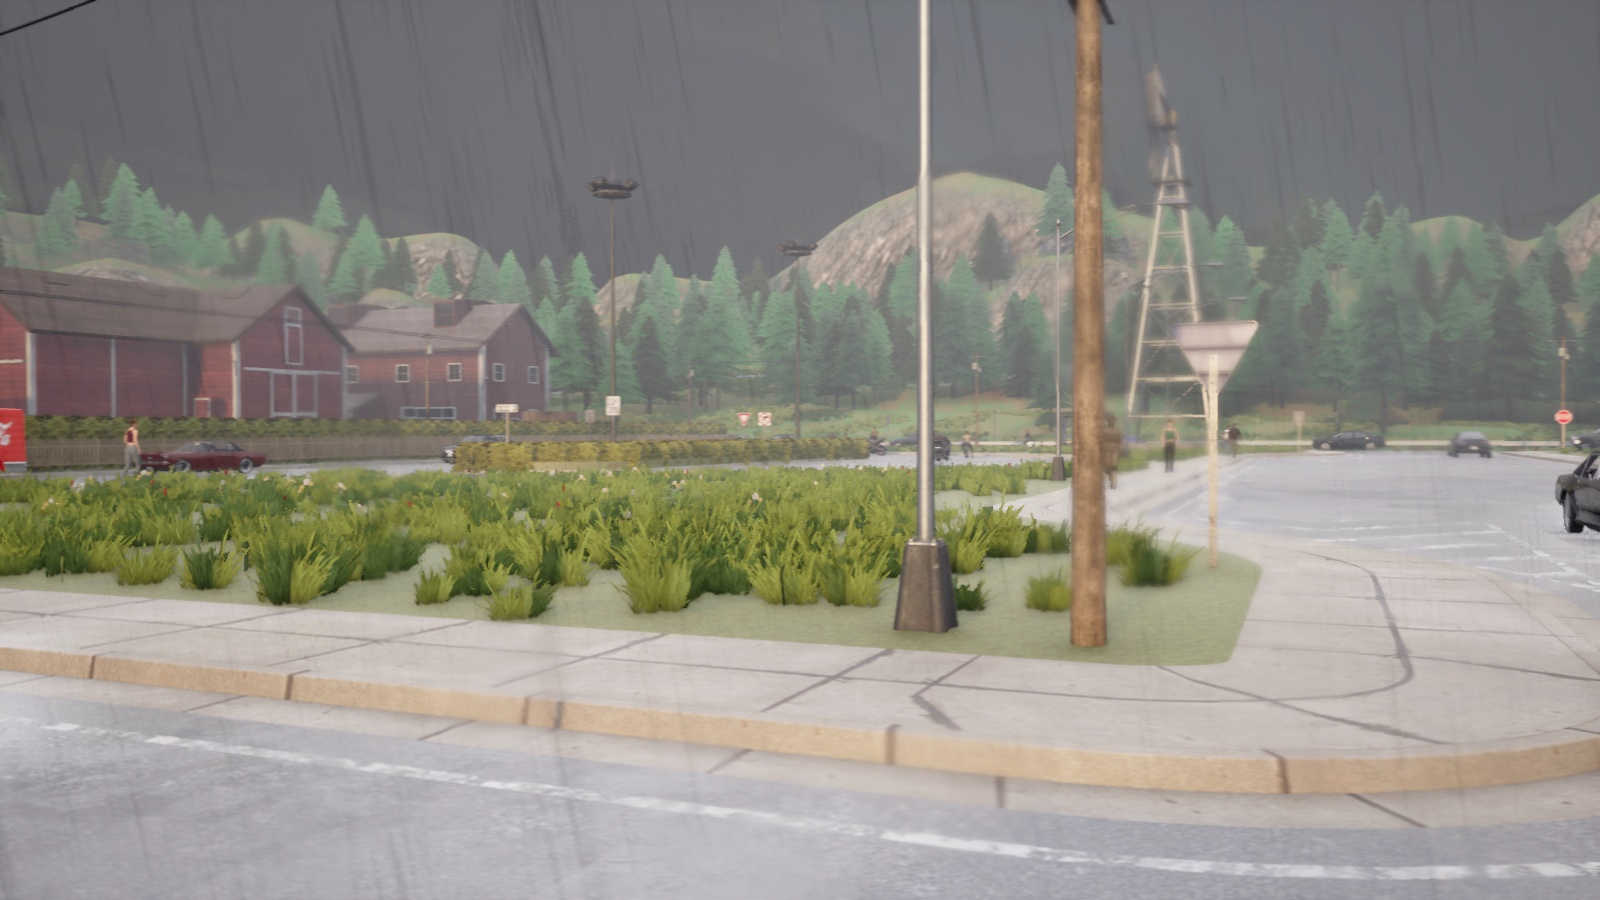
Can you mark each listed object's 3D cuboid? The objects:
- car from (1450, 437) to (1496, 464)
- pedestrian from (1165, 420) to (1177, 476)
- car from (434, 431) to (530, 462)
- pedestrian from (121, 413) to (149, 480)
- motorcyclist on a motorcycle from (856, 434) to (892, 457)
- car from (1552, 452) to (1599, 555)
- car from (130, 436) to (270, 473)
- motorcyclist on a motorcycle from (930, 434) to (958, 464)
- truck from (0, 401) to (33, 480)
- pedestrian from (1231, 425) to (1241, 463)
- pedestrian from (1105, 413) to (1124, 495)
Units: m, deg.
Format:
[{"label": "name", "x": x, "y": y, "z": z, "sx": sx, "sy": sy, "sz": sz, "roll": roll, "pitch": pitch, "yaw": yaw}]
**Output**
[{"label": "car", "x": 37.509, "y": -0.004, "z": 70.087, "sx": 1.812, "sy": 1.442, "sz": 4.674, "roll": 1, "pitch": 1, "yaw": 22}, {"label": "pedestrian", "x": 12.399, "y": -0.072, "z": 41.956, "sx": 0.345, "sy": 1.836, "sz": 0.594, "roll": 1, "pitch": 1, "yaw": 20}, {"label": "car", "x": -15.946, "y": -0.195, "z": 63.241, "sx": 2.128, "sy": 1.511, "sz": 4.902, "roll": 1, "pitch": 1, "yaw": 23}, {"label": "pedestrian", "x": -18.368, "y": -0.094, "z": 34.676, "sx": 0.345, "sy": 1.836, "sz": 0.594, "roll": 1, "pitch": 1, "yaw": 22}, {"label": "motorcyclist on a motorcycle", "x": 4.843, "y": -0.309, "z": 82.510, "sx": 2.191, "sy": 1.530, "sz": 0.866, "roll": 1, "pitch": 1, "yaw": 33}, {"label": "car", "x": 11.902, "y": 0.726, "z": 17.357, "sx": 1.895, "sy": 1.301, "sz": 4.718, "roll": 1, "pitch": 1, "yaw": 22}, {"label": "car", "x": -22.646, "y": 0.147, "z": 47.604, "sx": 1.895, "sy": 1.301, "sz": 4.718, "roll": 1, "pitch": 1, "yaw": 23}, {"label": "motorcyclist on a motorcycle", "x": 7.511, "y": -0.049, "z": 65.261, "sx": 0.866, "sy": 1.530, "sz": 2.191, "roll": 1, "pitch": 1, "yaw": 23}, {"label": "truck", "x": -26.615, "y": -0.310, "z": 38.080, "sx": 2.627, "sy": 2.467, "sz": 5.204, "roll": 1, "pitch": 0, "yaw": 21}, {"label": "pedestrian", "x": 21.347, "y": -0.317, "z": 61.484, "sx": 0.431, "sy": 1.840, "sz": 0.703, "roll": 1, "pitch": 1, "yaw": 23}, {"label": "pedestrian", "x": 7.504, "y": 0.081, "z": 29.965, "sx": 0.396, "sy": 1.930, "sz": 0.692, "roll": 0, "pitch": 1, "yaw": 17}]
